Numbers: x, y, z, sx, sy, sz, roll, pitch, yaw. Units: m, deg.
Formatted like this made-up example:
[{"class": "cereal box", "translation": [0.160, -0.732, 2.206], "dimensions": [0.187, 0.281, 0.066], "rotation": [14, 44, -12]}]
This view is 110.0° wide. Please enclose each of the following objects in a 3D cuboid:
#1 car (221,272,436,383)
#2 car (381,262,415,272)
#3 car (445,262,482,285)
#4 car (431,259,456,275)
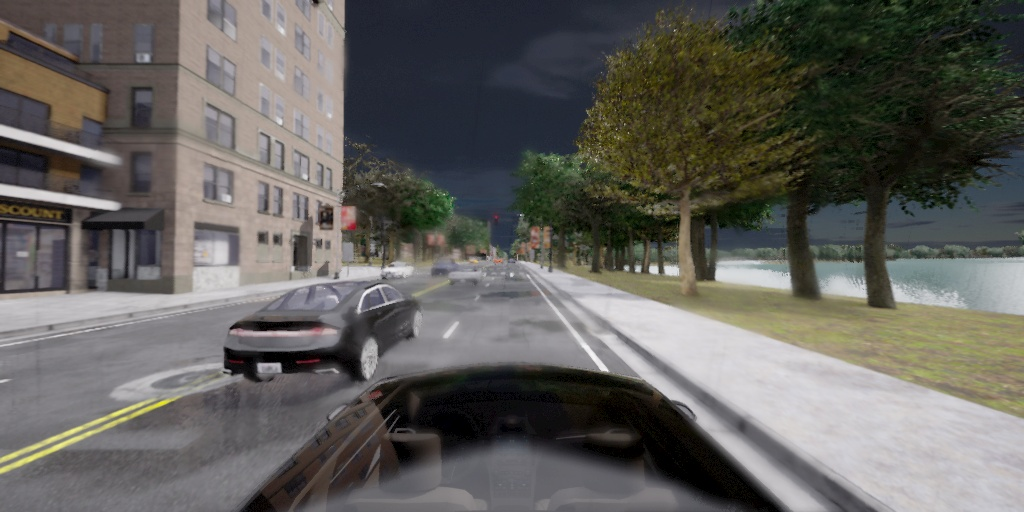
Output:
[{"class": "car", "translation": [-3.154, 1.242, 7.092], "dimensions": [2.128, 1.511, 4.902], "rotation": [0, 0, 0]}, {"class": "car", "translation": [-9.851, 1.258, 31.252], "dimensions": [1.812, 1.442, 4.674], "rotation": [0, 0, 0]}, {"class": "car", "translation": [-3.176, 1.331, 25.405], "dimensions": [1.895, 1.301, 4.718], "rotation": [0, 0, 0]}, {"class": "car", "translation": [-6.575, 1.080, 35.398], "dimensions": [2.097, 1.767, 4.553], "rotation": [0, 0, 0]}]
